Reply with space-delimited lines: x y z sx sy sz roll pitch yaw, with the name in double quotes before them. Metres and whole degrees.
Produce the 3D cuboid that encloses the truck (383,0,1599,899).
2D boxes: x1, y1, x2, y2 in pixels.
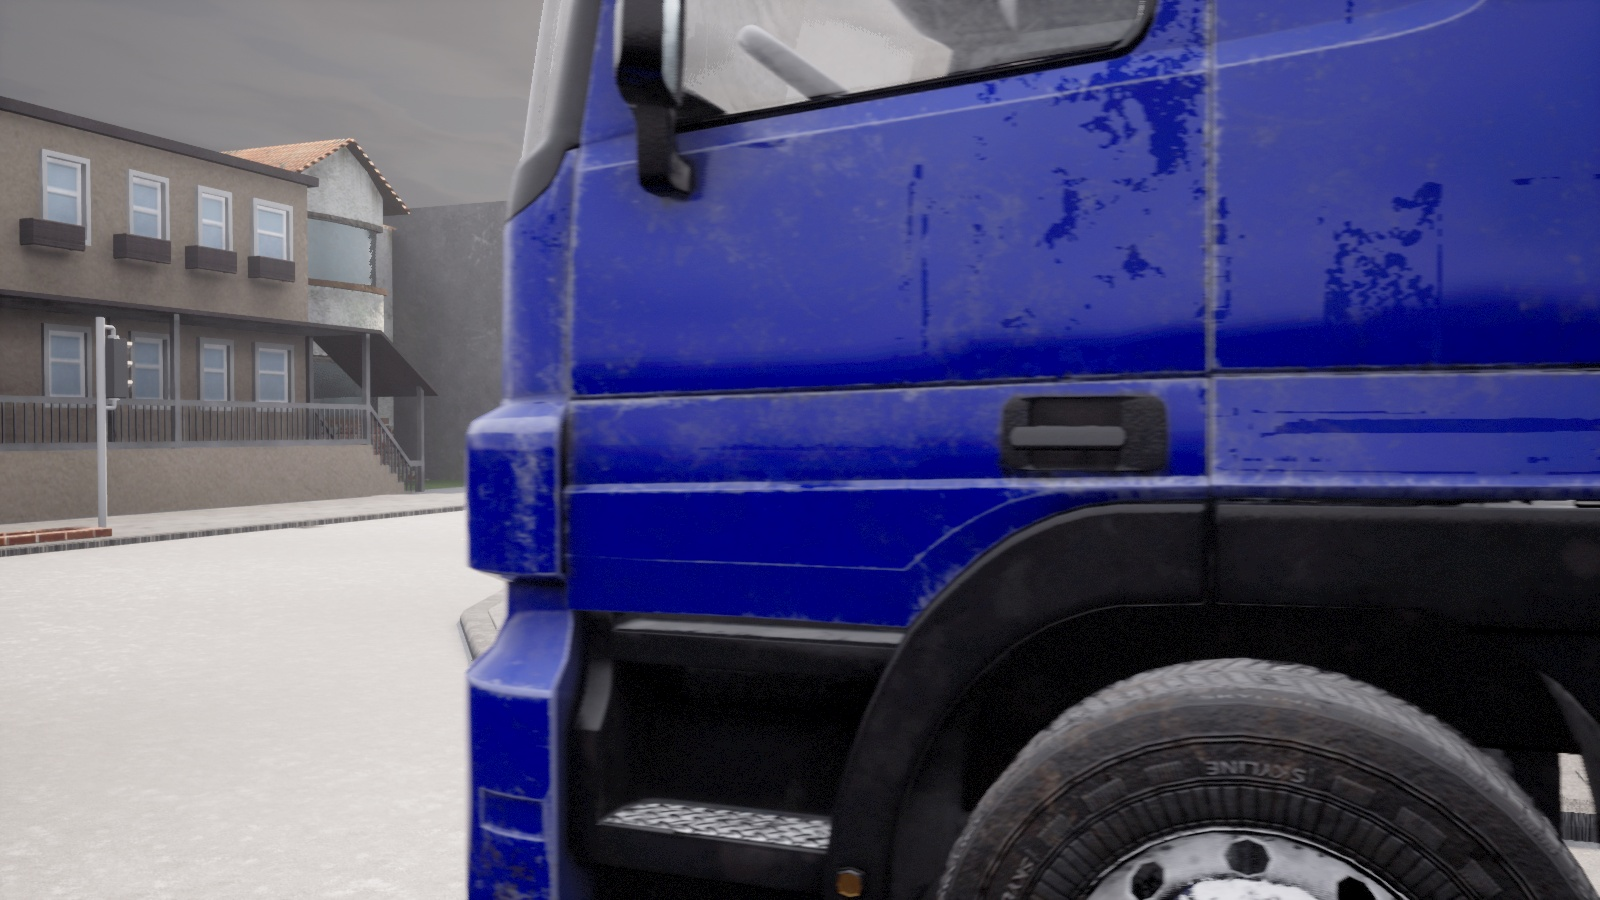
"truck" 3.363 -0.183 2.508 7.936 3.462 2.891 1 1 21
